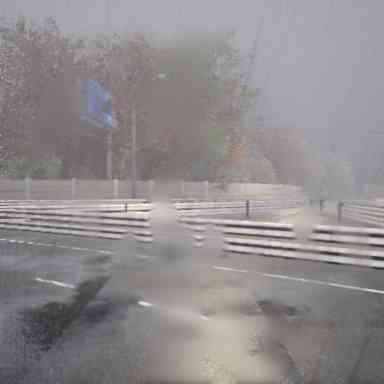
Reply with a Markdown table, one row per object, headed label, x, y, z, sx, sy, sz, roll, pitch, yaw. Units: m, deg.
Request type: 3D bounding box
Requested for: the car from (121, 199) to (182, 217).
| label | x | y | z | sx | sy | sz | roll | pitch | yaw |
| --- | --- | --- | --- | --- | --- | --- | --- | --- | --- |
| car | -3.167 | 1.333 | 26.388 | 4.892 | 1.490 | 1.837 | -1 | 1 | -28 |
